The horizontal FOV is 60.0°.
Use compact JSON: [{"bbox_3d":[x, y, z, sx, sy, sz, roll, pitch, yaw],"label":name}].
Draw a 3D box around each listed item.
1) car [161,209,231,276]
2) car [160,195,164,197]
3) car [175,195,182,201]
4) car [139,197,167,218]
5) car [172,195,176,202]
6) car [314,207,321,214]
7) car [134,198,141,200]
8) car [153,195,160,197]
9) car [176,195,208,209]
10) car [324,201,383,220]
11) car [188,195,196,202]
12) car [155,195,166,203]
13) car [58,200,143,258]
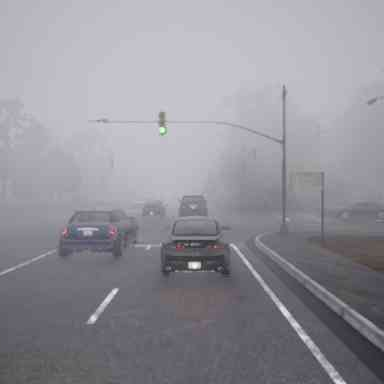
[{"bbox_3d":[0.166,1.511,10.384,1.837,1.490,4.892,0,0,2],"label":"car"},{"bbox_3d":[-7.016,1.515,64.526,1.882,1.535,5.008,0,0,0],"label":"car"},{"bbox_3d":[-3.522,1.528,87.527,1.882,1.535,5.008,0,0,0],"label":"car"},{"bbox_3d":[-3.408,1.523,30.495,1.837,1.490,4.892,0,0,0],"label":"car"},{"bbox_3d":[-3.519,1.399,77.464,2.097,1.767,4.553,0,0,0],"label":"car"},{"bbox_3d":[14.446,1.565,31.484,5.357,1.411,2.033,0,0,3],"label":"car"},{"bbox_3d":[-7.097,1.552,45.022,1.812,1.442,4.674,0,0,0],"label":"car"},{"bbox_3d":[-7.050,1.579,54.749,2.033,1.411,5.357,0,0,1],"label":"car"},{"bbox_3d":[0.091,1.237,26.892,2.150,2.045,5.566,0,0,0],"label":"car"},{"bbox_3d":[14.045,1.521,28.000,4.892,1.490,1.837,0,0,3],"label":"car"},{"bbox_3d":[-0.019,1.514,75.249,1.882,1.535,5.008,0,0,0],"label":"car"},{"bbox_3d":[-7.019,1.537,74.484,1.837,1.490,4.892,0,0,0],"label":"car"},{"bbox_3d":[-3.404,1.360,12.981,2.097,1.767,4.553,0,0,0],"label":"car"}]
